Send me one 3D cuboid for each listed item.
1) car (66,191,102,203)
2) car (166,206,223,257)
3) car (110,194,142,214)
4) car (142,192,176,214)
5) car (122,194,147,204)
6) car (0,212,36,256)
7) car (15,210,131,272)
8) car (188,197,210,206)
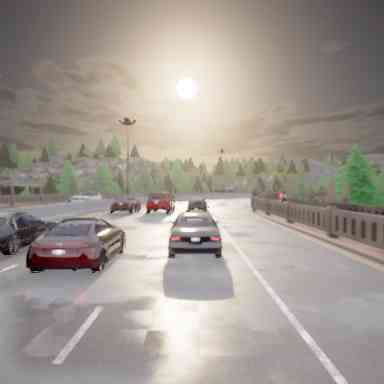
[{"bbox_3d":[-14.918,0.920,47.166,2.150,2.045,5.566,0,0,13],"label":"car"},{"bbox_3d":[0.099,1.463,12.528,2.033,1.411,5.357,0,0,0],"label":"car"},{"bbox_3d":[-6.398,1.128,32.769,2.097,1.767,4.553,0,0,4],"label":"car"},{"bbox_3d":[-2.959,0.996,32.445,2.150,2.045,5.566,0,0,5],"label":"car"},{"bbox_3d":[-9.342,1.143,54.401,1.837,1.490,4.892,0,0,18],"label":"car"},{"bbox_3d":[-6.901,1.463,12.573,2.033,1.411,5.357,0,0,0],"label":"car"},{"bbox_3d":[-3.401,1.493,10.496,1.994,1.385,4.181,0,0,0],"label":"car"},{"bbox_3d":[0.650,1.271,33.061,1.837,1.490,4.892,0,0,6],"label":"car"}]
